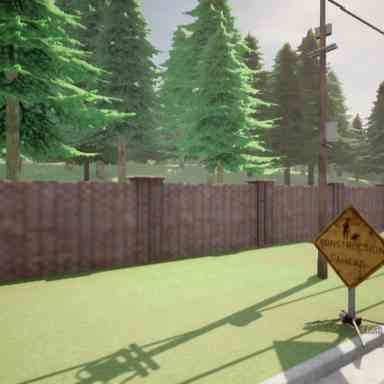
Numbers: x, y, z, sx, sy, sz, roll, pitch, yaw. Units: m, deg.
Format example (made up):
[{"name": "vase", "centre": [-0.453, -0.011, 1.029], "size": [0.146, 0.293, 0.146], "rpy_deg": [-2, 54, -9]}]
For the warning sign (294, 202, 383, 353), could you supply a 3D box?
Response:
[{"name": "warning sign", "centre": [2.425, 1.112, 5.046], "size": [1.060, 1.860, 1.300], "rpy_deg": [0, 0, -36]}]
